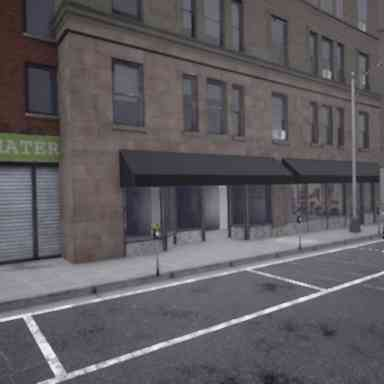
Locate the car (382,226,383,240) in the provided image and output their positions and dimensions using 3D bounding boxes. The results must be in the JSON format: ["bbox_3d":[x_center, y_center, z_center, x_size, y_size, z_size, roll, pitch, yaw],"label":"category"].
[{"bbox_3d":[9.286,1.314,13.203,4.507,1.381,1.887,-1,0,-36],"label":"car"}]
